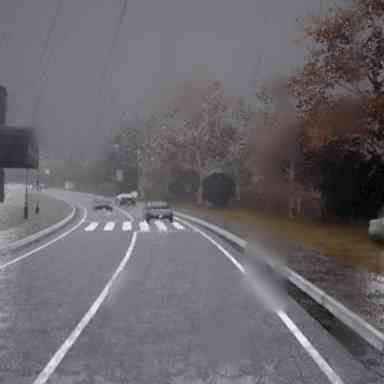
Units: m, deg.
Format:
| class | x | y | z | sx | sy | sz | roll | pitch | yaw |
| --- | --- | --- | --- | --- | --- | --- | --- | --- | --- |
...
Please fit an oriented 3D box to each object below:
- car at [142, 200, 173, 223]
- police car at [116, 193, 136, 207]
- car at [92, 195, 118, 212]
| class | x | y | z | sx | sy | sz | roll | pitch | yaw |
| --- | --- | --- | --- | --- | --- | --- | --- | --- | --- |
| car | -2.540 | 1.342 | 24.006 | 2.128 | 1.511 | 4.902 | 1 | 1 | -12 |
| police car | -8.479 | 0.903 | 41.774 | 1.930 | 1.638 | 5.238 | 1 | 1 | -24 |
| car | -9.165 | 1.165 | 33.834 | 2.033 | 1.411 | 5.357 | 1 | 1 | -20 |
